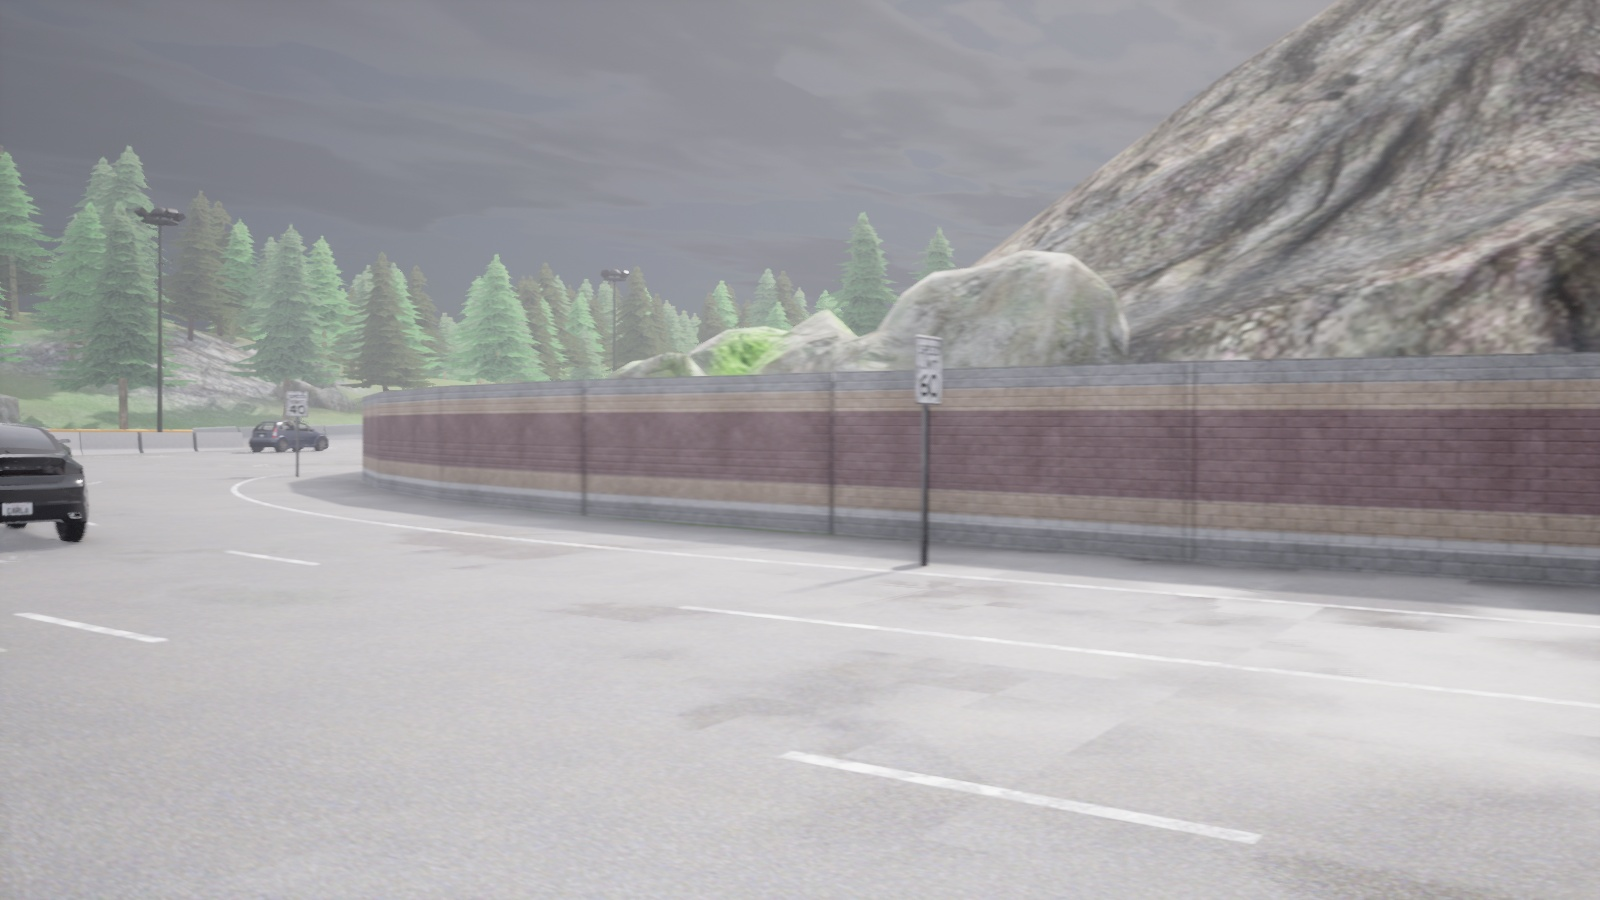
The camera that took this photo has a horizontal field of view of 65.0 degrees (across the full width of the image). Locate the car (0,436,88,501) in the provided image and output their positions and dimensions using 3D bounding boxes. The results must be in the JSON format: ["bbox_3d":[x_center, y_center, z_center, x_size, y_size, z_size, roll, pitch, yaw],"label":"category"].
[{"bbox_3d":[-19.713,0.415,31.723,2.128,1.511,4.902,-1,1,-19],"label":"car"}]

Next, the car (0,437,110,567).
[{"bbox_3d":[-10.805,0.602,16.478,1.837,1.490,4.892,-2,2,-44],"label":"car"}]

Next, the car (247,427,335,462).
[{"bbox_3d":[-25.355,-0.280,62.677,1.851,1.617,3.988,0,2,21],"label":"car"}]
